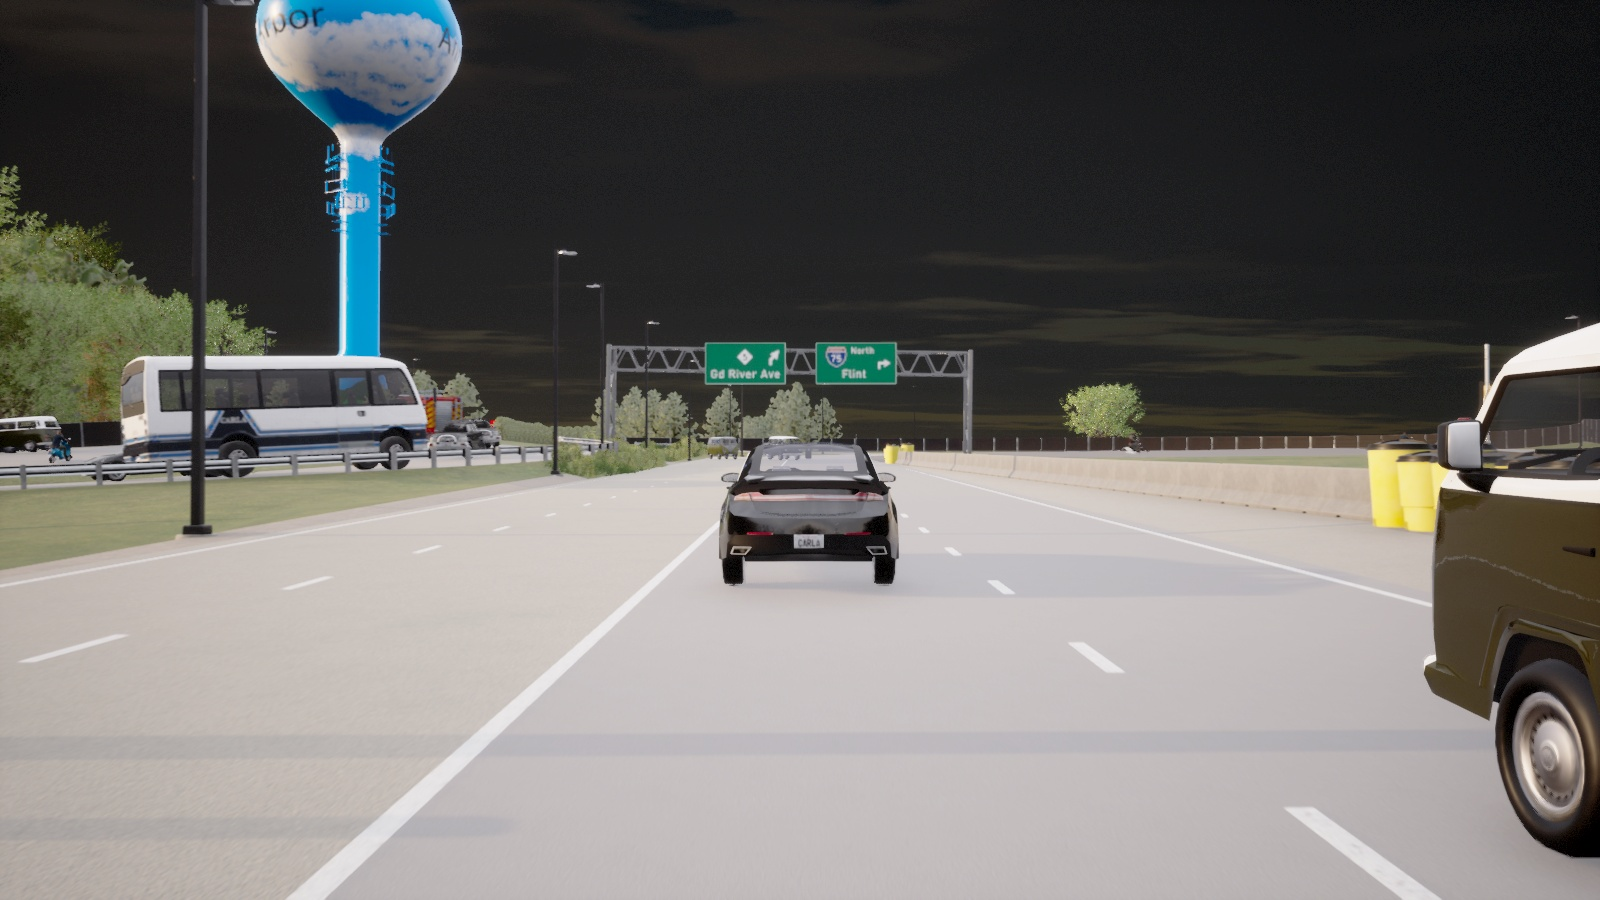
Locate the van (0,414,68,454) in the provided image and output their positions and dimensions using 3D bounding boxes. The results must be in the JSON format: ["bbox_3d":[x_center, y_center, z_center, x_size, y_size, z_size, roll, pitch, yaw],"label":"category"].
[{"bbox_3d":[-44.701,-0.896,71.770,4.480,2.038,2.069,-3,1,5],"label":"van"}]

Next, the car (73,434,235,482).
[{"bbox_3d":[-23.538,0.277,45.863,4.792,1.488,2.163,-3,2,-45],"label":"car"}]

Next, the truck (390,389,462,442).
[{"bbox_3d":[-28.330,-2.594,94.838,2.891,3.827,8.468,0,2,-34],"label":"truck"}]

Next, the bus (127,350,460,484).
[{"bbox_3d":[-18.209,-1.309,45.773,10.273,4.253,3.944,-4,0,-42],"label":"bus"}]

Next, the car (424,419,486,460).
[{"bbox_3d":[-16.597,-0.546,60.617,1.932,1.855,4.605,0,2,-3],"label":"car"}]

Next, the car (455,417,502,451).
[{"bbox_3d":[-18.578,-0.964,72.433,1.932,1.855,4.605,0,2,-23],"label":"car"}]

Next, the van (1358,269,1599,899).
[{"bbox_3d":[3.535,0.455,3.401,2.069,2.038,4.480,0,0,0],"label":"van"}]

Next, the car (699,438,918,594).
[{"bbox_3d":[0.099,0.627,14.651,2.128,1.511,4.902,0,0,0],"label":"car"}]

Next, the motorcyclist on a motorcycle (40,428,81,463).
[{"bbox_3d":[-36.249,-0.224,61.545,0.866,1.590,1.817,0,3,1],"label":"motorcyclist on a motorcycle"}]
